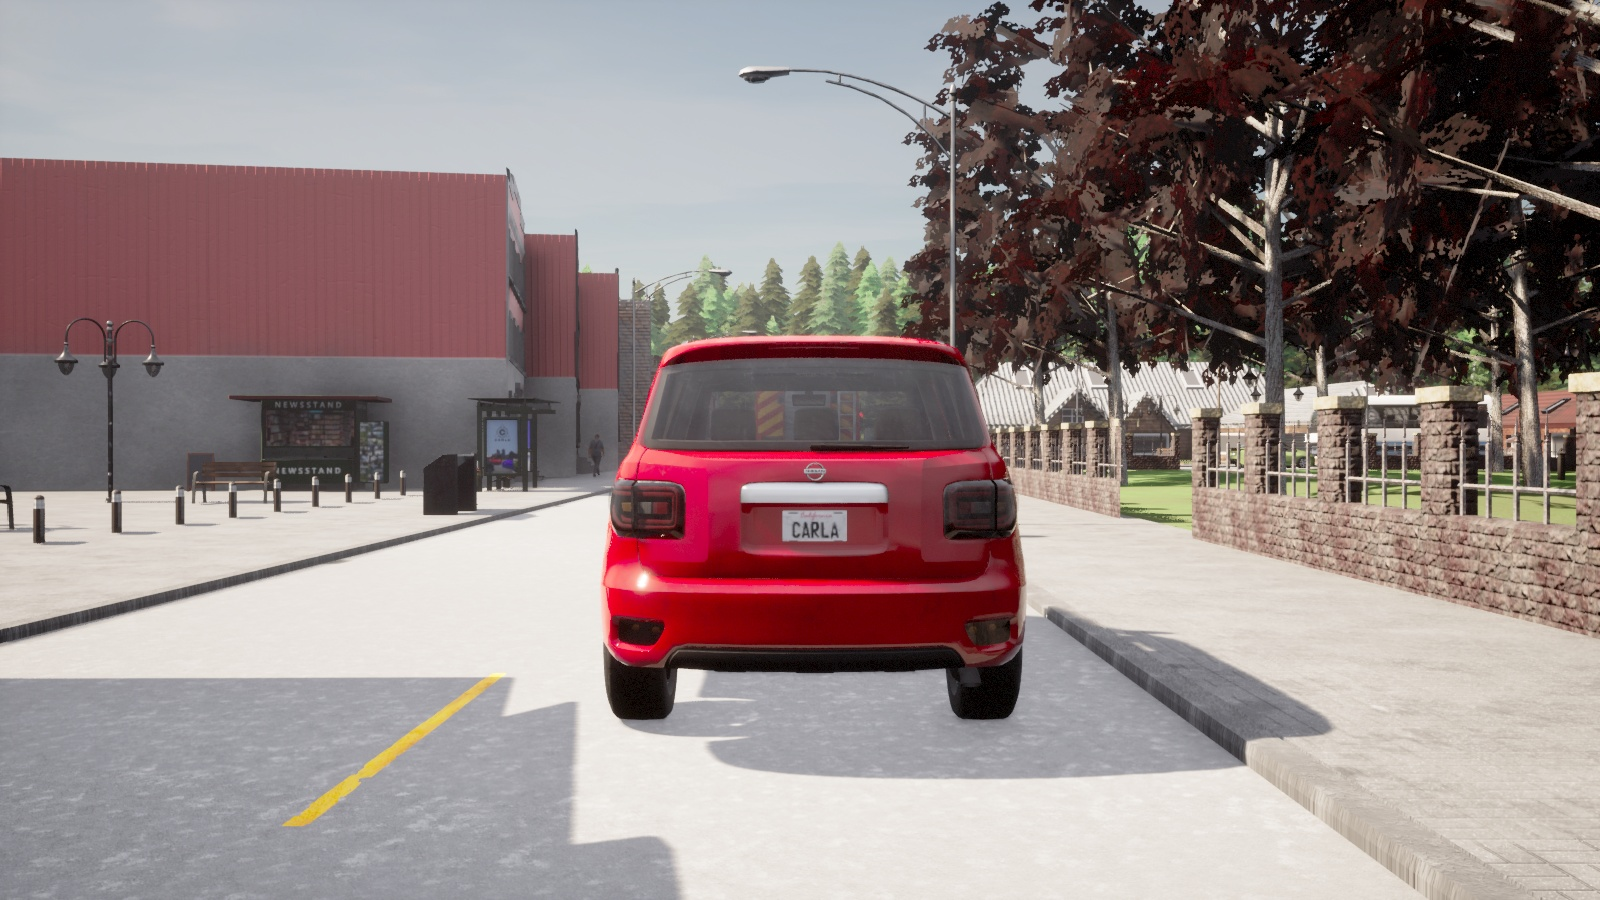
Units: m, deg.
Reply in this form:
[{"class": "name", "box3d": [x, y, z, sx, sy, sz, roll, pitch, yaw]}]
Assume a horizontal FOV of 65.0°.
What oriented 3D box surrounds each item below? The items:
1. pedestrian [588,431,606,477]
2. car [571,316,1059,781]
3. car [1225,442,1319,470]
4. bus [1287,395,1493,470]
[{"class": "pedestrian", "box3d": [-8.299, 0.159, 51.424, 0.540, 1.848, 0.694, 0, 0, 8]}, {"class": "car", "box3d": [0.065, 0.419, 8.312, 2.150, 2.045, 5.566, 0, 0, 0]}, {"class": "car", "box3d": [26.317, 0.319, 70.087, 4.514, 1.525, 2.007, 0, 0, -1]}, {"class": "bus", "box3d": [34.575, -1.020, 74.082, 10.273, 4.253, 3.944, 0, 0, 7]}]
